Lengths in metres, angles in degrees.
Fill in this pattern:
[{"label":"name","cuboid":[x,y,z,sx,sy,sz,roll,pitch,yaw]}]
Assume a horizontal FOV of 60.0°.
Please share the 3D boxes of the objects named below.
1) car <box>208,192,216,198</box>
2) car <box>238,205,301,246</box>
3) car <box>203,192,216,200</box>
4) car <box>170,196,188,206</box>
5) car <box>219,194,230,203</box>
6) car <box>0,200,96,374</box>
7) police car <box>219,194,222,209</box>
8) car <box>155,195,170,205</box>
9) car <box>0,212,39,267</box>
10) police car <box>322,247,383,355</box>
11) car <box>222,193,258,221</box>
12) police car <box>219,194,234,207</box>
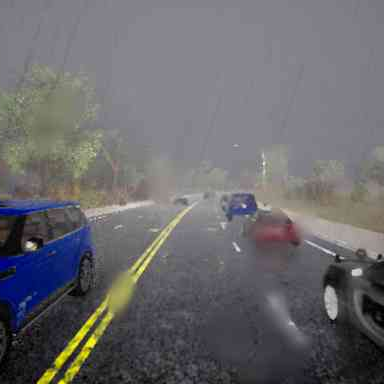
[{"label":"car","cuboid":[5.068,0.791,84.166,1.837,1.490,4.892,0,1,7]},{"label":"car","cuboid":[3.424,1.487,14.957,1.994,1.385,4.181,0,0,1]},{"label":"car","cuboid":[3.350,0.876,68.782,1.837,1.490,4.892,0,0,6]},{"label":"car","cuboid":[-1.613,1.277,48.151,1.994,1.385,4.181,0,0,4]},{"label":"car","cuboid":[5.765,1.130,58.591,1.837,1.490,4.892,0,0,5]},{"label":"car","cuboid":[-3.308,1.192,5.520,2.150,2.045,5.566,0,0,1]},{"label":"police car","cuboid":[4.257,1.295,36.793,2.038,1.542,4.974,0,0,3]},{"label":"car","cuboid":[-4.534,1.174,52.625,2.128,1.511,4.902,0,0,5]},{"label":"car","cuboid":[-6.501,1.474,9.792,1.812,1.442,4.674,0,0,1]},{"label":"police car","cuboid":[3.263,1.406,4.143,1.930,1.638,5.238,0,0,0]},{"label":"car","cuboid":[3.757,1.081,25.906,2.150,2.045,5.566,0,0,2]},{"label":"police car","cuboid":[4.934,1.136,47.806,1.930,1.638,5.238,0,0,4]}]
